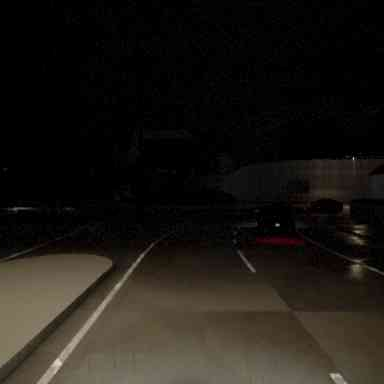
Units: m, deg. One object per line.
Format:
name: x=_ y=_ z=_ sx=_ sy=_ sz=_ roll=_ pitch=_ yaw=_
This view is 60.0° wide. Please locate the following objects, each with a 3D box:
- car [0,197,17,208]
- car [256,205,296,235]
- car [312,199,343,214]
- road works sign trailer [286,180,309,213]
car: x=-27.191 y=1.502 z=48.134 sx=4.902 sy=1.511 sz=2.128 roll=0 pitch=0 yaw=36
car: x=4.741 y=1.482 z=19.058 sx=1.882 sy=1.535 sz=5.008 roll=0 pitch=0 yaw=11
car: x=14.931 y=1.486 z=36.493 sx=1.882 sy=1.535 sz=5.008 roll=0 pitch=0 yaw=43
road works sign trailer: x=12.015 y=0.473 z=37.534 sx=2.380 sy=3.560 sz=2.880 roll=0 pitch=0 yaw=35
